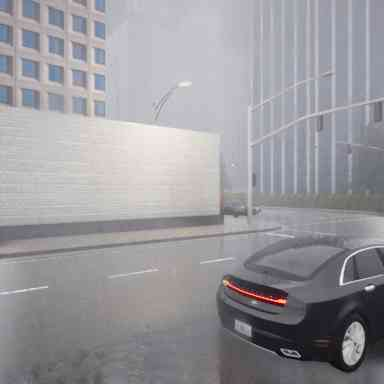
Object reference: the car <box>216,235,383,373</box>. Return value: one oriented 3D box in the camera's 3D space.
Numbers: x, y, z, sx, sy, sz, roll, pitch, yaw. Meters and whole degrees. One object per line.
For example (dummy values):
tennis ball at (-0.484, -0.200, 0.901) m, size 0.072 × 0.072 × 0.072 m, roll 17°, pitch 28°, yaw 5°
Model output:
car at (2.640, 1.505, 5.680) m, size 4.892 × 1.490 × 1.837 m, roll 0°, pitch 0°, yaw -35°

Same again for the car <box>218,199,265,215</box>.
car at (5.157, 1.547, 35.390) m, size 2.128 × 1.511 × 4.902 m, roll 0°, pitch 0°, yaw -36°

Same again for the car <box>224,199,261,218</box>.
car at (3.593, 1.603, 31.559) m, size 2.033 × 1.411 × 5.357 m, roll 0°, pitch 0°, yaw -36°
